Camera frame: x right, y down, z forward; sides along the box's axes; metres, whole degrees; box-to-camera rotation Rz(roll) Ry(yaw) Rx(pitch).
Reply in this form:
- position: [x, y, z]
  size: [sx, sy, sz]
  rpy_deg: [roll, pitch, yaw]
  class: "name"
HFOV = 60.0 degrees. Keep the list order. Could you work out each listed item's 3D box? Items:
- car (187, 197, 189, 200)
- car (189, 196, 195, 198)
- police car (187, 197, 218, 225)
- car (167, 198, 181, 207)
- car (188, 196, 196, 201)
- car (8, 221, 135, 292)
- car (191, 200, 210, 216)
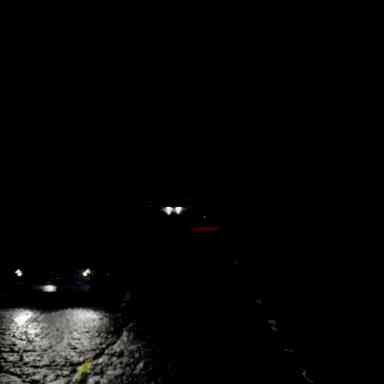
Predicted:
- position: [0.013, 1.573, 58.041]
  size: [2.128, 1.511, 4.902]
  rpy_deg: [0, 0, 0]
  class: "car"
- position: [0.834, 1.550, 40.375]
  size: [1.837, 1.490, 4.892]
  rpy_deg: [0, 0, 0]
  class: "car"
- position: [0.830, 1.446, 24.485]
  size: [1.930, 1.638, 5.238]
  rpy_deg: [0, 0, 0]
  class: "police car"
- position: [-2.808, 1.669, 52.234]
  size: [1.895, 1.301, 4.718]
  rpy_deg: [0, 0, 0]
  class: "car"
- position: [0.018, 1.599, 80.929]
  size: [1.895, 1.301, 4.718]
  rpy_deg: [0, 0, 0]
  class: "car"
- position: [-2.849, 1.552, 9.321]
  size: [2.033, 1.411, 5.357]
  rpy_deg: [0, 0, 0]
  class: "car"
- position: [0.833, 1.561, 34.376]
  size: [1.812, 1.442, 4.674]
  rpy_deg: [0, 0, 0]
  class: "car"
